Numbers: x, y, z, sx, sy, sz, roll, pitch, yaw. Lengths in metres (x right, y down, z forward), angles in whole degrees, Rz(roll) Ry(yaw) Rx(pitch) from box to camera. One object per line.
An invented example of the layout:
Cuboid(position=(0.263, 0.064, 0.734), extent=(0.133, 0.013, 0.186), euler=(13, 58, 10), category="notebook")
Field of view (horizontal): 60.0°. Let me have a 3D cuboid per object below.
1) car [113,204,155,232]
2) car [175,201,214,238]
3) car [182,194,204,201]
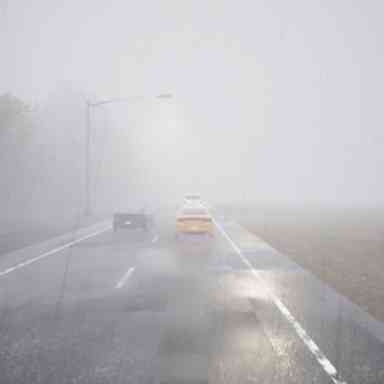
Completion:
Cuboid(position=(-3.397, 1.483, 20.115), extent=(1.882, 1.535, 5.008), euler=(0, 0, 0), category="car")
Cuboid(position=(0.113, 1.482, 17.727), extent=(1.882, 1.535, 5.008), euler=(0, 0, 0), category="car")
Cuboid(position=(0.103, 1.233, 36.918), extent=(2.150, 2.045, 5.566), euler=(0, 0, 0), category="car")
